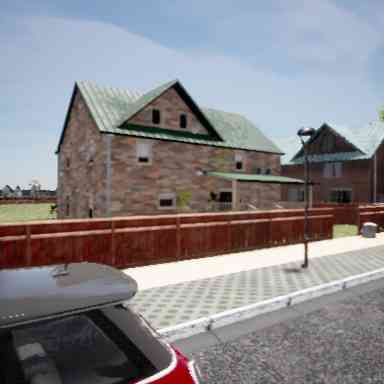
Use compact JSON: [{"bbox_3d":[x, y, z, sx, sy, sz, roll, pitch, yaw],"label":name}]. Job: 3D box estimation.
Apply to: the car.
[{"bbox_3d":[-2.069,1.352,1.595,4.553,1.767,2.097,0,0,-36],"label":"car"}]
